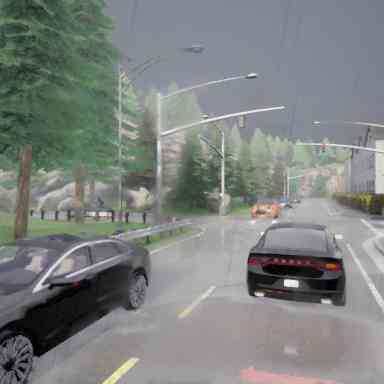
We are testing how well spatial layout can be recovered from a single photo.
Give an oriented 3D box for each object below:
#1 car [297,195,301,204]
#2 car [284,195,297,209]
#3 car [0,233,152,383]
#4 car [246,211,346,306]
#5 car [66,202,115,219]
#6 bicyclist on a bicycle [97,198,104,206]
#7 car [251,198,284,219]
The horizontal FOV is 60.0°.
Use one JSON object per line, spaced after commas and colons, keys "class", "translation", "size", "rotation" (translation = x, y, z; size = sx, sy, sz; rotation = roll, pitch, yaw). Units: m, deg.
{"class": "car", "translation": [19.620, 1.359, 63.293], "size": [2.097, 1.767, 4.553], "rotation": [0, 0, 21]}
{"class": "car", "translation": [12.531, 1.491, 44.832], "size": [2.128, 1.511, 4.902], "rotation": [0, 0, 21]}
{"class": "car", "translation": [-2.338, 1.491, 5.320], "size": [2.128, 1.511, 4.902], "rotation": [0, 0, 19]}
{"class": "car", "translation": [2.648, 1.478, 8.243], "size": [1.882, 1.535, 5.008], "rotation": [0, 0, 21]}
{"class": "car", "translation": [-8.744, 1.579, 28.671], "size": [4.181, 1.385, 1.994], "rotation": [0, 0, 20]}
{"class": "bicyclist on a bicycle", "translation": [-10.098, 1.417, 36.692], "size": [0.582, 1.620, 1.656], "rotation": [-2, 5, 20]}
{"class": "car", "translation": [6.477, 1.354, 28.840], "size": [2.097, 1.767, 4.553], "rotation": [0, 0, 21]}
